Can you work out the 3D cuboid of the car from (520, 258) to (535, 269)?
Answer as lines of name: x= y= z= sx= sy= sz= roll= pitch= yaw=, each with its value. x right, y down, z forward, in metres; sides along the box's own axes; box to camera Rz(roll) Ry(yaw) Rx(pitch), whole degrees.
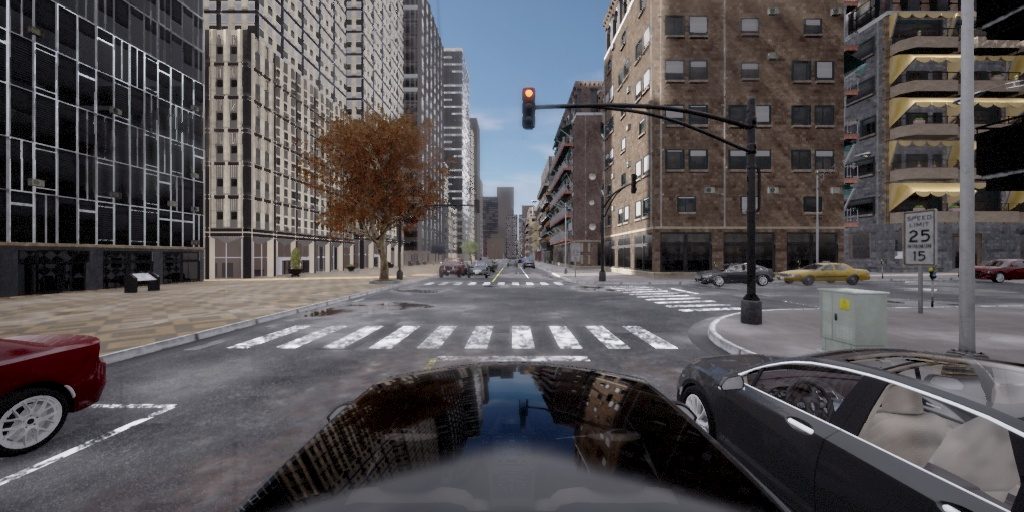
car: x=2.686 y=1.349 z=56.810 sx=1.948 sy=1.339 sz=4.313 roll=0 pitch=0 yaw=0

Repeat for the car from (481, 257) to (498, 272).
car: x=-3.101 y=1.123 z=43.742 sx=2.097 sy=1.767 sz=4.553 roll=0 pitch=0 yaw=0

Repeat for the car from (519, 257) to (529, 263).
car: x=2.685 y=1.316 z=62.503 sx=1.751 sy=1.417 sz=4.829 roll=0 pitch=0 yaw=0

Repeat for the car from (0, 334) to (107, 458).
car: x=-5.691 y=1.295 z=2.331 sx=1.888 sy=1.381 sz=4.507 roll=0 pitch=0 yaw=0

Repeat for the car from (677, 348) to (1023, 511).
car: x=2.689 y=1.300 z=2.332 sx=2.007 sy=1.370 sz=4.403 roll=0 pitch=0 yaw=0

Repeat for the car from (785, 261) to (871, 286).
car: x=18.831 y=0.993 z=21.804 sx=4.829 sy=1.417 sz=1.751 roll=0 pitch=0 yaw=-1

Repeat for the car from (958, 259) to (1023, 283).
car: x=30.135 y=0.859 z=21.919 sx=4.507 sy=1.381 sz=1.888 roll=0 pitch=0 yaw=-1

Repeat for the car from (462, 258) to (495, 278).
car: x=-3.103 y=1.255 z=34.209 sx=2.128 sy=1.511 sz=4.902 roll=0 pitch=0 yaw=0

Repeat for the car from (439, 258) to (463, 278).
car: x=-5.694 y=1.079 z=34.719 sx=2.192 sy=1.841 sz=5.009 roll=0 pitch=0 yaw=0

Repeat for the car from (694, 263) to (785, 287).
car: x=13.434 y=1.095 z=21.749 sx=4.403 sy=1.370 sz=2.007 roll=0 pitch=0 yaw=-1

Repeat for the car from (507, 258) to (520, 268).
car: x=0.098 y=1.284 z=64.100 sx=2.128 sy=1.511 sz=4.902 roll=0 pitch=0 yaw=0
